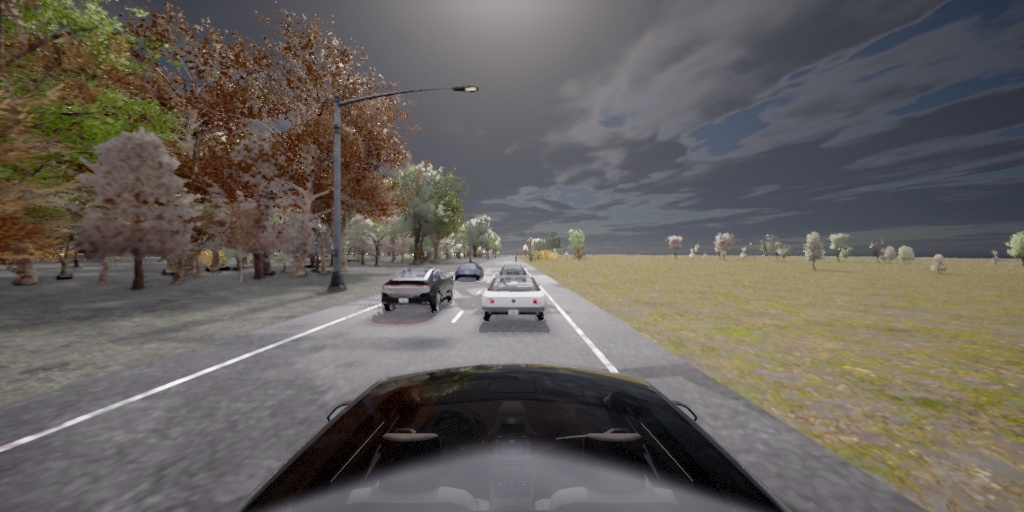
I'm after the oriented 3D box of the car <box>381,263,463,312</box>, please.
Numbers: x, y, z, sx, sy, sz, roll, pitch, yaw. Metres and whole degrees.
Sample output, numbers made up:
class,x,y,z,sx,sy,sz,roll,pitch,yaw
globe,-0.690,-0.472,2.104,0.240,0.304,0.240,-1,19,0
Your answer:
class,x,y,z,sx,sy,sz,roll,pitch,yaw
car,-3.426,1.186,13.800,2.128,1.511,4.902,0,0,0

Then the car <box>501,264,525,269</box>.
class,x,y,z,sx,sy,sz,roll,pitch,yaw
car,0.067,1.231,27.365,1.895,1.301,4.718,0,0,0

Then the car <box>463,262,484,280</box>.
class,x,y,z,sx,sy,sz,roll,pitch,yaw
car,-3.420,1.185,29.378,1.994,1.385,4.181,0,0,0

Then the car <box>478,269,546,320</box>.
class,x,y,z,sx,sy,sz,roll,pitch,yaw
car,0.065,1.301,12.368,1.895,1.301,4.718,0,0,0
